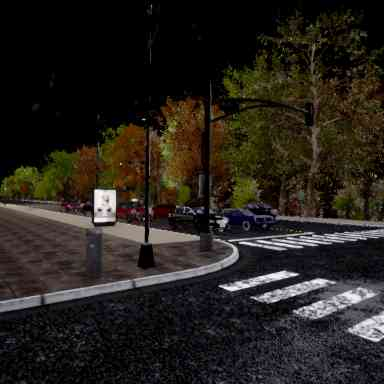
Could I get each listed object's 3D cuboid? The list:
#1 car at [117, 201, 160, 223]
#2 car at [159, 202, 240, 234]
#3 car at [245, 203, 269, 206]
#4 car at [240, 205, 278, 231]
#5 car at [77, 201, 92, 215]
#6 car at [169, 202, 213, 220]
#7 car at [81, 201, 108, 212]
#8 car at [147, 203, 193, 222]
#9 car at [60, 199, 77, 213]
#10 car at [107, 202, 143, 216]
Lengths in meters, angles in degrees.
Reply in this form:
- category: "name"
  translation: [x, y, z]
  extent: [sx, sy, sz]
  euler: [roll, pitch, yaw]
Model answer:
- category: "car"
  translation: [-4.924, 1.537, 27.686]
  extent: [2.097, 1.767, 4.553]
  euler: [1, -1, -35]
- category: "car"
  translation: [0.293, 1.582, 20.113]
  extent: [2.128, 1.511, 4.902]
  euler: [1, -1, -34]
- category: "car"
  translation: [5.514, 1.769, 30.078]
  extent: [2.128, 1.511, 4.902]
  euler: [1, -1, -35]
- category: "car"
  translation: [3.116, 1.732, 21.764]
  extent: [1.895, 1.301, 4.718]
  euler: [1, -1, -35]
- category: "car"
  translation: [-10.126, 1.770, 35.218]
  extent: [2.128, 1.511, 4.902]
  euler: [1, -1, -35]
- category: "car"
  translation: [-0.198, 1.795, 32.626]
  extent: [1.837, 1.490, 4.892]
  euler: [1, -1, -35]
- category: "car"
  translation: [-13.556, 1.980, 45.955]
  extent: [2.033, 1.411, 5.357]
  euler: [1, -1, -34]
- category: "car"
  translation: [-2.036, 1.750, 29.220]
  extent: [1.812, 1.442, 4.674]
  euler: [1, -1, -35]
- category: "car"
  translation: [-15.726, 1.732, 43.375]
  extent: [2.097, 1.767, 4.553]
  euler: [1, -1, -34]
- category: "car"
  translation: [-7.560, 1.871, 37.215]
  extent: [2.033, 1.411, 5.357]
  euler: [1, -1, -34]
